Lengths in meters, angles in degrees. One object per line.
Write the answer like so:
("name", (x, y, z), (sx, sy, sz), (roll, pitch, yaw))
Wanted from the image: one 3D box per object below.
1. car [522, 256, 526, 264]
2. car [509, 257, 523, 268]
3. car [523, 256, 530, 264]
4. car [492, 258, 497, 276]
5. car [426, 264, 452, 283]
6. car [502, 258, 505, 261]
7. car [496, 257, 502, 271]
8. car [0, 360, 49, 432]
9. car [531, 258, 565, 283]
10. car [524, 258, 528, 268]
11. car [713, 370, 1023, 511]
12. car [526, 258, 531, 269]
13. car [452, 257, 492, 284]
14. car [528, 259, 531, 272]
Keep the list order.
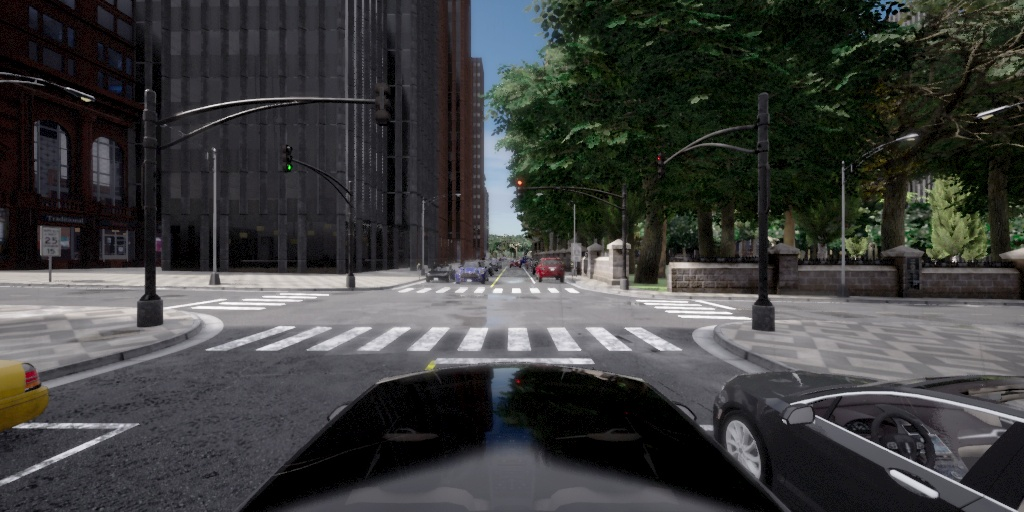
("car", (3.229, 1.236, 61.126), (1.967, 1.591, 4.097), (0, 0, 0))
("car", (0.554, 1.323, 61.261), (1.812, 1.442, 4.674), (0, 0, 0))
("car", (3.186, 1.230, 55.670), (1.967, 1.591, 4.097), (0, 0, 0))
("car", (-2.824, 1.274, 36.975), (1.837, 1.490, 4.892), (0, 0, 1))
("car", (-5.554, 1.326, 28.447), (1.948, 1.339, 4.313), (0, 0, 0))
("car", (-2.632, 1.355, 56.798), (1.994, 1.385, 4.181), (0, 0, 0))
("car", (-2.740, 1.273, 46.744), (2.128, 1.511, 4.902), (0, 0, 0))
("car", (-5.766, 1.275, 1.613), (1.751, 1.417, 4.829), (0, 0, 0))
("car", (2.971, 1.075, 28.389), (2.192, 1.841, 5.009), (0, 0, 0))
("car", (3.143, 1.335, 50.214), (2.007, 1.370, 4.403), (0, 0, 0))
("car", (2.760, 1.300, 1.725), (2.007, 1.370, 4.403), (0, 0, 0))
("car", (3.100, 1.329, 44.757), (2.007, 1.370, 4.403), (0, 0, 0))
("car", (-2.904, 1.111, 26.850), (2.097, 1.767, 4.553), (0, 0, 0))
("car", (3.057, 1.338, 39.301), (1.948, 1.339, 4.313), (0, 0, 0))
